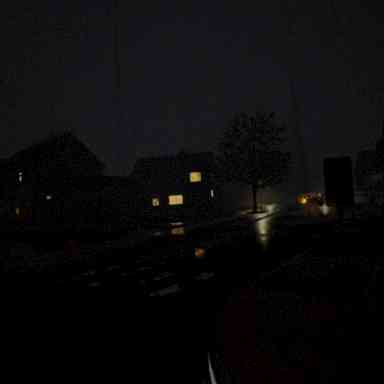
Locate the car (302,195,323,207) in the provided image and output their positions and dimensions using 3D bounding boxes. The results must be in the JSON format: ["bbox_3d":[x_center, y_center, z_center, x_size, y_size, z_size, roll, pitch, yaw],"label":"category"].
[{"bbox_3d":[16.773,1.264,45.763,2.128,1.511,4.902,-4,-1,15],"label":"car"}]

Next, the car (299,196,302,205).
[{"bbox_3d":[19.036,1.255,55.721,1.882,1.535,5.008,-4,-1,12],"label":"car"}]
